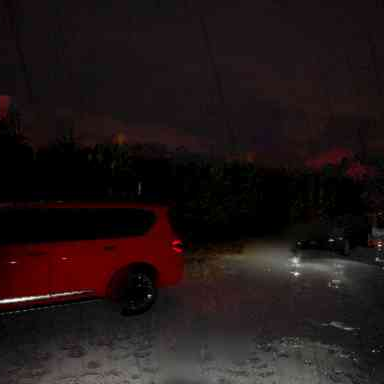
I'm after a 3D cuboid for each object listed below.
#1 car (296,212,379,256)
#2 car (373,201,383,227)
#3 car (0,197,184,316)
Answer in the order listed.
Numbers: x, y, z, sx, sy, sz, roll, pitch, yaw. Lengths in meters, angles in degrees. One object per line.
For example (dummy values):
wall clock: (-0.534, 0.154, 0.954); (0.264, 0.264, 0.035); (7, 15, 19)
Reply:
car: (6.205, 1.654, 14.283); (1.882, 1.535, 5.008); (2, 1, 42)
car: (15.544, 1.572, 24.707); (2.150, 2.045, 5.566); (2, 0, 42)
car: (-2.817, 1.124, 6.035); (5.566, 2.045, 2.150); (2, 0, -30)
